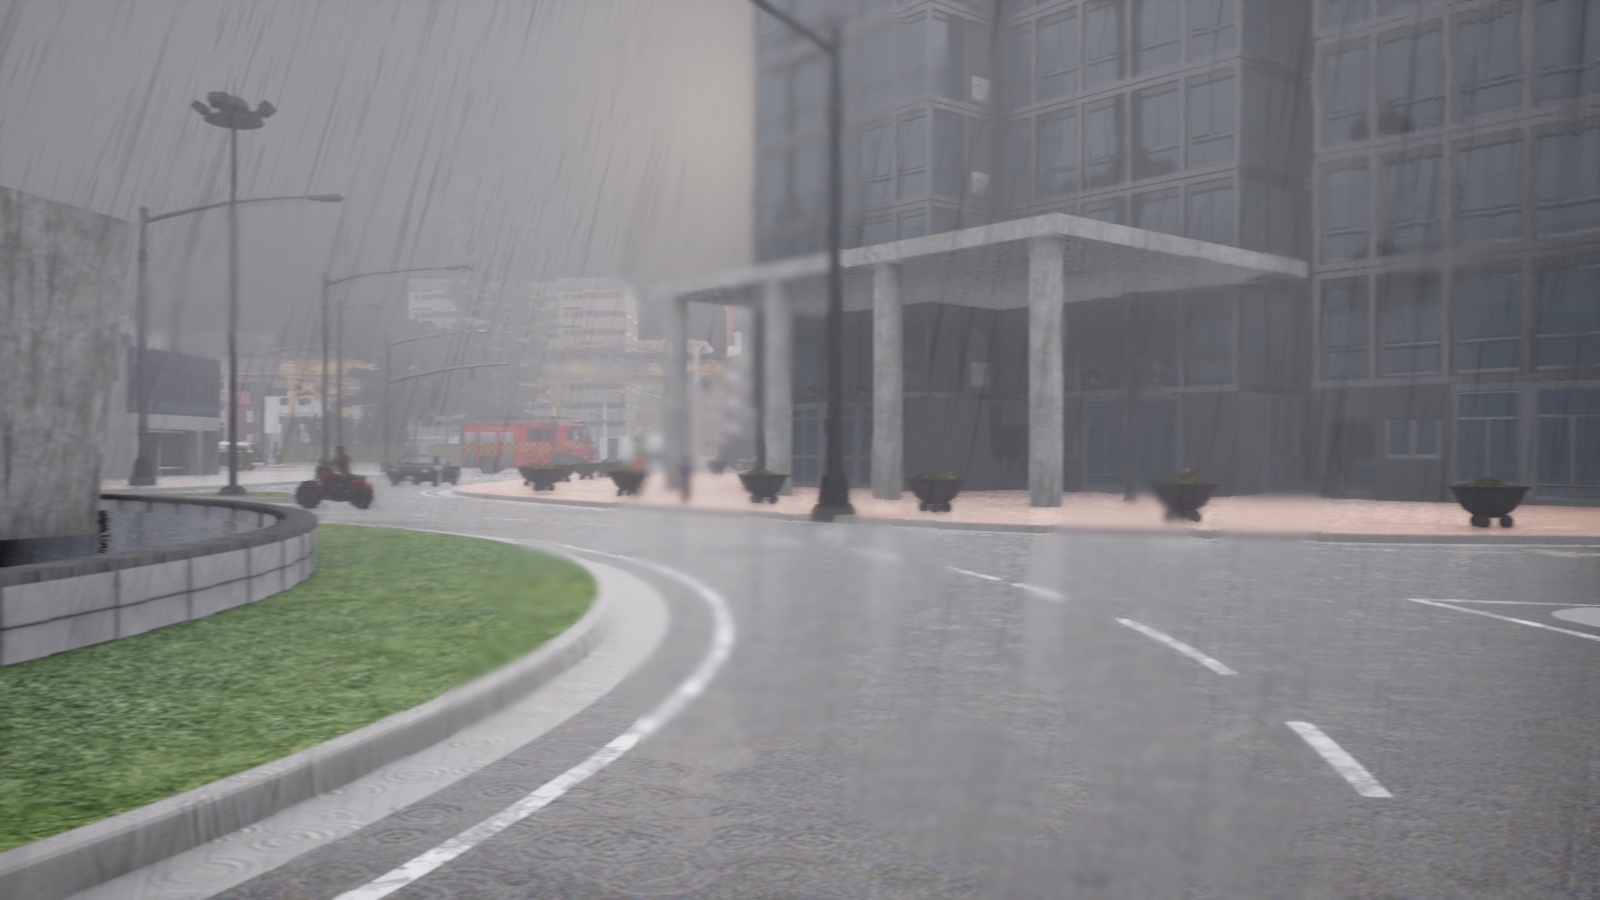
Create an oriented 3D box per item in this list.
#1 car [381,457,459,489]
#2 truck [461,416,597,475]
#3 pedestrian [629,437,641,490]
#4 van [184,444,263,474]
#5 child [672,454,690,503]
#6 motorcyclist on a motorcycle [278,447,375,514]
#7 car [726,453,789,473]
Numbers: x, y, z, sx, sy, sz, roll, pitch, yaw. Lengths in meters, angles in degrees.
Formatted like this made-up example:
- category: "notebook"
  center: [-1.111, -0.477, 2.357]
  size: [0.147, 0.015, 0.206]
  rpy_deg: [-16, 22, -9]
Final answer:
- category: "car"
  center: [-15.896, 0.936, 52.800]
  size: [1.895, 1.301, 4.718]
  rpy_deg: [0, 0, -1]
- category: "truck"
  center: [-17.907, -0.267, 83.357]
  size: [8.468, 3.827, 2.891]
  rpy_deg: [0, 0, 0]
- category: "pedestrian"
  center: [-5.768, 0.484, 43.893]
  size: [0.345, 1.836, 0.594]
  rpy_deg: [0, 0, -16]
- category: "van"
  center: [-39.764, 0.587, 86.672]
  size: [4.480, 2.038, 2.069]
  rpy_deg: [0, 0, -1]
- category: "child"
  center: [-3.070, 0.726, 32.321]
  size: [0.270, 1.263, 0.437]
  rpy_deg: [0, 0, -35]
- category: "motorcyclist on a motorcycle"
  center: [-11.967, 0.753, 31.746]
  size: [2.350, 1.649, 0.766]
  rpy_deg: [0, 0, 20]
- category: "car"
  center: [-3.250, 0.980, 97.479]
  size: [4.792, 1.488, 2.163]
  rpy_deg: [0, 0, 0]
